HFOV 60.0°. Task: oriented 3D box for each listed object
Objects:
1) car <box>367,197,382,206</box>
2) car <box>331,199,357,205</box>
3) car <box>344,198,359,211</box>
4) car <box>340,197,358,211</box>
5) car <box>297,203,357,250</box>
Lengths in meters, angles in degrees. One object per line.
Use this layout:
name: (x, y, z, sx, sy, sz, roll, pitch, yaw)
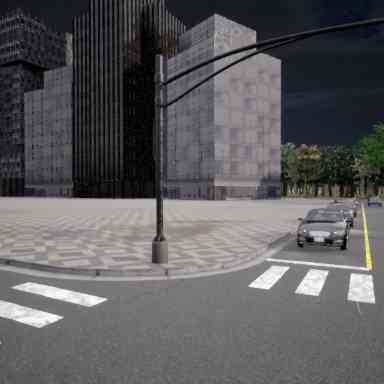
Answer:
car: (28.510, 1.474, 52.058, 2.033, 1.411, 5.357, 0, 0, 25)
car: (9.996, 1.480, 22.631, 1.837, 1.490, 4.892, 0, 0, 27)
car: (14.324, 1.442, 31.033, 1.882, 1.535, 5.008, 0, 0, 27)
car: (19.019, 1.454, 40.198, 1.837, 1.490, 4.892, 0, 0, 27)
car: (5.799, 1.475, 14.427, 2.128, 1.511, 4.902, 0, 0, 27)
